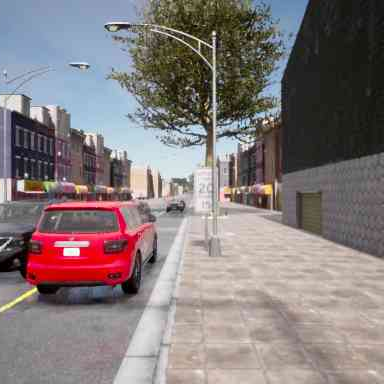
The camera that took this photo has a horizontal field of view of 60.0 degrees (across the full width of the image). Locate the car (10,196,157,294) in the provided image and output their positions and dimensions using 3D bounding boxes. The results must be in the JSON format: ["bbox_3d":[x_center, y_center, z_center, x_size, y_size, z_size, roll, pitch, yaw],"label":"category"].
[{"bbox_3d":[-2.265,1.243,8.999,2.150,2.045,5.566,0,0,0],"label":"car"}]

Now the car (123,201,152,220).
[{"bbox_3d":[-4.927,1.621,30.596,1.837,1.490,4.892,0,0,1],"label":"car"}]

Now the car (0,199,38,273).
[{"bbox_3d":[-5.105,1.266,10.532,2.150,2.045,5.566,0,0,0],"label":"car"}]

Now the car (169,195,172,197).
[{"bbox_3d":[-1.933,1.661,49.602,2.128,1.511,4.902,0,0,1],"label":"car"}]

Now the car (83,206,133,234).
[{"bbox_3d":[-5.013,1.644,20.429,1.994,1.385,4.181,0,0,1],"label":"car"}]

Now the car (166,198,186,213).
[{"bbox_3d":[-1.969,1.658,39.312,1.812,1.442,4.674,0,0,1],"label":"car"}]
